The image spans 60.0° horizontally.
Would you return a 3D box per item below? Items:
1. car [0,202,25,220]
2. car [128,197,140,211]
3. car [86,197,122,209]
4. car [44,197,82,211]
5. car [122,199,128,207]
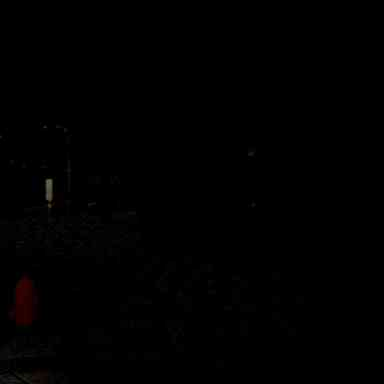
[{"bbox_3d":[-14.639,1.368,24.614,1.967,1.590,4.097,0,0,36],"label":"car"},{"bbox_3d":[-4.788,1.440,38.256,2.008,1.369,4.403,0,0,36],"label":"car"},{"bbox_3d":[-11.711,1.352,43.232,1.967,1.590,4.097,0,0,36],"label":"car"},{"bbox_3d":[-14.995,1.364,38.684,1.967,1.590,4.097,0,0,36],"label":"car"},{"bbox_3d":[-8.427,1.450,47.780,2.008,1.369,4.403,0,0,36],"label":"car"}]
